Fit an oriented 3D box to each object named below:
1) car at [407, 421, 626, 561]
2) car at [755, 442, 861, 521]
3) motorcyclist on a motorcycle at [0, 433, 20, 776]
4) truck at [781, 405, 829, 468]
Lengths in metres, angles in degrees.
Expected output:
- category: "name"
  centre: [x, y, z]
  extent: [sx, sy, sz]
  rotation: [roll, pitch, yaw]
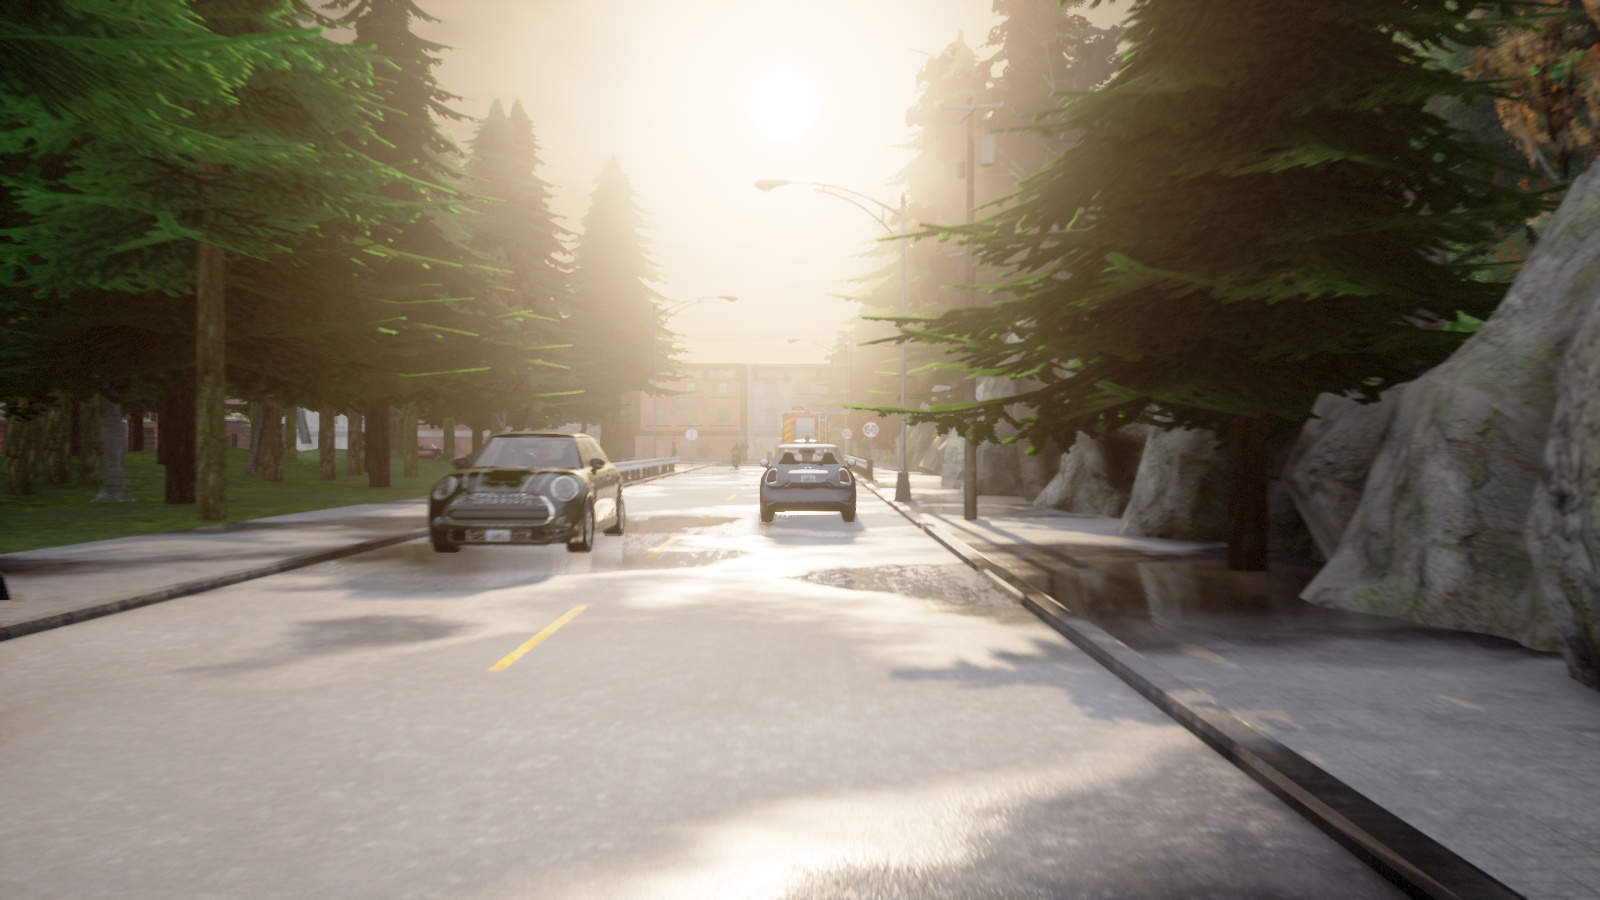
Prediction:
- category: "car"
  centre: [-3.882, 0.501, 18.054]
  extent: [2.097, 1.767, 4.553]
  rotation: [0, 0, 0]
- category: "car"
  centre: [0.159, 0.572, 25.209]
  extent: [1.970, 1.475, 3.806]
  rotation: [0, 0, 0]
- category: "motorcyclist on a motorcycle"
  centre: [-3.958, 0.698, 4.694]
  extent: [0.797, 1.523, 2.044]
  rotation: [0, 1, 0]
- category: "truck"
  centre: [0.322, -0.863, 80.306]
  extent: [2.891, 3.827, 8.468]
  rotation: [0, 0, 0]
